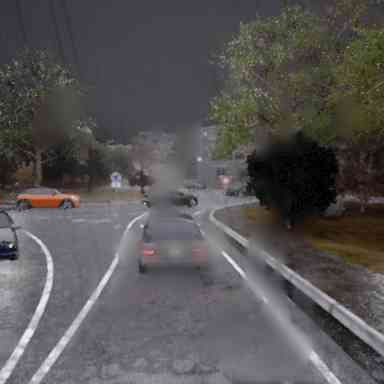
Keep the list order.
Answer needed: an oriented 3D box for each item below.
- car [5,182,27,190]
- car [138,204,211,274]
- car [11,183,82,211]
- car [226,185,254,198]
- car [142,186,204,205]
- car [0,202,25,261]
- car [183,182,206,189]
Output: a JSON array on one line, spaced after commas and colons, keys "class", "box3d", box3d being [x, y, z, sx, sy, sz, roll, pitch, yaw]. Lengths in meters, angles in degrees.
[{"class": "car", "box3d": [-30.070, -1.007, 58.305, 4.674, 1.442, 1.812, -2, 4, -44]}, {"class": "car", "box3d": [-0.621, 1.360, 10.057, 2.033, 1.411, 5.357, 0, 2, -5]}, {"class": "car", "box3d": [-10.900, 0.445, 25.646, 4.553, 1.767, 2.097, 0, 3, -9]}, {"class": "car", "box3d": [6.437, -0.097, 39.460, 4.892, 1.490, 1.837, -2, 1, -25]}, {"class": "car", "box3d": [-1.680, 0.549, 26.705, 4.892, 1.490, 1.837, -3, 4, -39]}, {"class": "car", "box3d": [-6.869, 1.343, 11.118, 2.033, 1.411, 5.357, -2, 3, -29]}, {"class": "car", "box3d": [0.327, -1.012, 57.698, 2.128, 1.511, 4.902, -2, 3, -42]}]
